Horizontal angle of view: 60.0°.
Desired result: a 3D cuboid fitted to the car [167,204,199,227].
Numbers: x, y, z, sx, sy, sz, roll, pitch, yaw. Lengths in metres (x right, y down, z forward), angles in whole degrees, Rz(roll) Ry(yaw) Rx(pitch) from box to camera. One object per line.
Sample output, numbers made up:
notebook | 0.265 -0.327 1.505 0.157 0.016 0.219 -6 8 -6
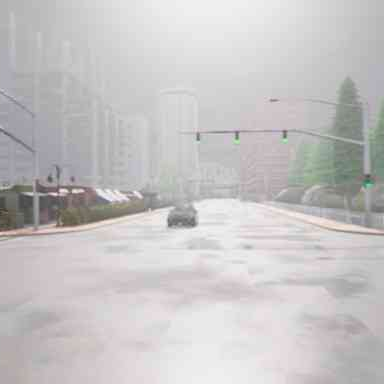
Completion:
car | -0.648 1.725 25.956 2.097 1.767 4.553 -1 -1 5
